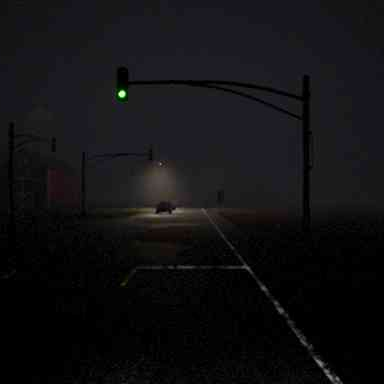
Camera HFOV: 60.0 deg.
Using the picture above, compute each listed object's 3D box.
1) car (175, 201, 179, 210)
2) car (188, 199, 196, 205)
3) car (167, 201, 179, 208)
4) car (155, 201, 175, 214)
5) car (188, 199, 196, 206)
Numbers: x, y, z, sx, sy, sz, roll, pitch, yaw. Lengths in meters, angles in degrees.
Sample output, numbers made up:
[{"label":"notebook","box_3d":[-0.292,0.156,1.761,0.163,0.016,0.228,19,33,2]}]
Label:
[{"label":"car","box_3d":[-3.575,2.156,52.983,1.812,1.442,4.674,0,-1,1]},{"label":"car","box_3d":[0.009,2.524,84.591,1.994,1.385,4.181,0,-1,0]},{"label":"car","box_3d":[-3.537,2.342,62.910,1.895,1.301,4.718,0,-1,1]},{"label":"car","box_3d":[-3.586,1.996,43.121,1.882,1.535,5.008,0,-1,0]},{"label":"car","box_3d":[0.008,2.348,74.906,1.882,1.535,5.008,0,-1,0]}]
